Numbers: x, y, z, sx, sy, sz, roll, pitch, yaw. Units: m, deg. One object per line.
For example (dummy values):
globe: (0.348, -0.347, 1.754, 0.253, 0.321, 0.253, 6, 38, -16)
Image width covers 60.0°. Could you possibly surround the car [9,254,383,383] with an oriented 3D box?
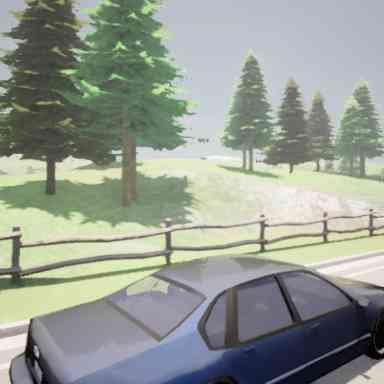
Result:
car: (0.744, 1.564, 4.279, 5.357, 1.411, 2.033, 0, 0, -36)
